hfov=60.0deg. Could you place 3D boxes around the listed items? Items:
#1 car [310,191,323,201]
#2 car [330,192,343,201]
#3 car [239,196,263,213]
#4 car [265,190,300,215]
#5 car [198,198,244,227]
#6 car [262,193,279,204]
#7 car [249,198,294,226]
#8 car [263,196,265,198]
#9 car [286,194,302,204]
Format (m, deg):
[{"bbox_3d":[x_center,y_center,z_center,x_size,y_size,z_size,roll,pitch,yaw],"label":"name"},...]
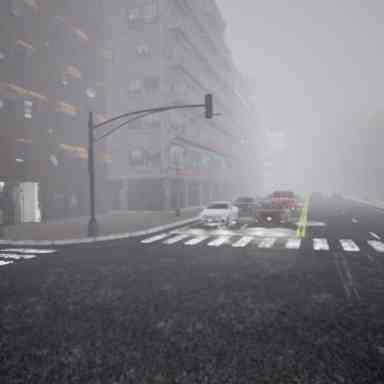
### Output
[{"bbox_3d":[21.703,0.596,58.099,2.097,1.767,4.553,-1,0,19],"label":"car"},{"bbox_3d":[24.818,0.693,57.154,2.128,1.511,4.902,-1,0,19],"label":"car"},{"bbox_3d":[4.867,1.177,30.086,1.882,1.535,5.008,-1,0,19],"label":"car"},{"bbox_3d":[8.186,0.870,29.743,2.150,2.045,5.566,-1,0,19],"label":"car"},{"bbox_3d":[1.818,1.334,21.419,1.812,1.442,4.674,-1,0,20],"label":"car"},{"bbox_3d":[11.678,0.939,49.271,1.882,1.535,5.008,-1,1,20],"label":"car"},{"bbox_3d":[5.094,1.323,20.916,1.994,1.385,4.181,-1,0,20],"label":"car"},{"bbox_3d":[8.293,1.180,39.790,1.895,1.301,4.718,-1,0,19],"label":"car"},{"bbox_3d":[15.224,0.967,49.543,1.994,1.385,4.181,-1,0,20],"label":"car"}]
